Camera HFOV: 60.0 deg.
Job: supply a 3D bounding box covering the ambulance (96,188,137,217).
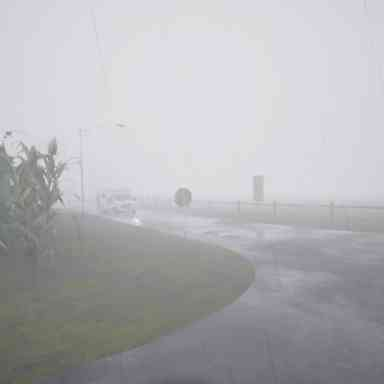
[{"bbox_3d":[-7.131,0.895,31.162,2.351,2.431,6.366,-2,1,-30],"label":"ambulance"}]
